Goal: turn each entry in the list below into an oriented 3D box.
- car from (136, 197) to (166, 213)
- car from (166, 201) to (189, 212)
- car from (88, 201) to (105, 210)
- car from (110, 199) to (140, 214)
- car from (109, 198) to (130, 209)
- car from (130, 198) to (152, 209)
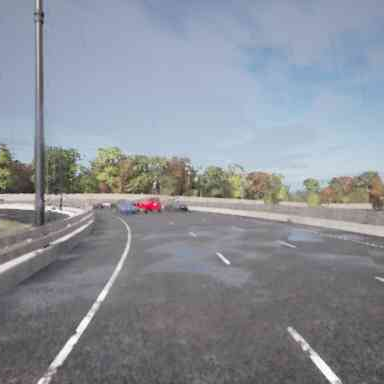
[{"bbox_3d":[-5.644,1.651,43.425,2.150,2.045,5.566,0,0,-24],"label":"car"},{"bbox_3d":[-2.215,1.951,44.540,2.033,1.411,5.357,0,-1,-24],"label":"car"},{"bbox_3d":[-16.326,2.247,56.133,1.895,1.301,4.718,0,-1,-34],"label":"car"},{"bbox_3d":[-8.441,1.986,41.218,2.033,1.411,5.357,0,-1,-24],"label":"car"},{"bbox_3d":[-12.342,1.960,56.343,2.097,1.767,4.553,0,-1,-32],"label":"car"},{"bbox_3d":[-8.855,1.933,57.303,2.097,1.767,4.553,0,-1,-32],"label":"car"}]
